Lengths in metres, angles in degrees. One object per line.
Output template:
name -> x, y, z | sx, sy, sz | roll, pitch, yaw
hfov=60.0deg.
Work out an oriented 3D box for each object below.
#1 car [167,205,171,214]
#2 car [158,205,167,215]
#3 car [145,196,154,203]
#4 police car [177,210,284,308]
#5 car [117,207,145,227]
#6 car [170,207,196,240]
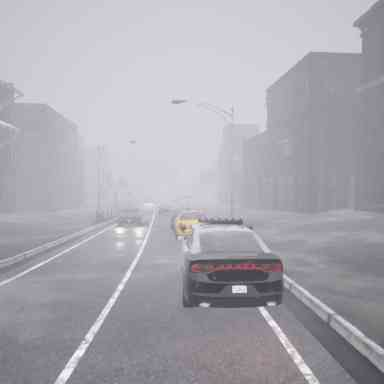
car -> -0.642, 1.859, 24.191 | 1.882, 1.535, 5.008 | 0, -2, -6
car -> -3.802, 2.454, 47.031 | 1.895, 1.301, 4.718 | 0, 0, -5
car -> -9.775, 1.777, 76.301 | 2.128, 1.511, 4.902 | 0, 2, -6
police car -> 0.676, 1.465, 8.198 | 1.930, 1.638, 5.238 | 0, -1, -3
car -> -4.980, 2.018, 27.377 | 1.837, 1.490, 4.892 | 0, -2, -6
car -> -0.073, 1.671, 18.373 | 1.801, 1.575, 5.366 | 0, -1, -5
